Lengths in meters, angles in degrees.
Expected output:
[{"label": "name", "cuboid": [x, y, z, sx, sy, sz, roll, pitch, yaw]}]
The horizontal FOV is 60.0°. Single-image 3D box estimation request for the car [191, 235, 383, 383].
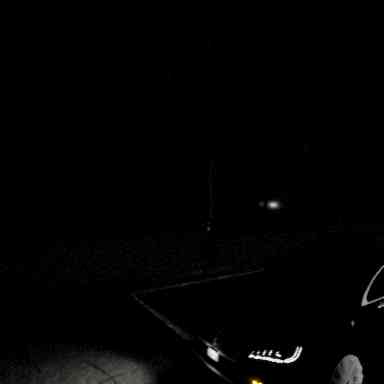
[{"label": "car", "cuboid": [2.300, 1.443, 4.760, 4.892, 1.490, 1.837, 0, 0, -31]}]
